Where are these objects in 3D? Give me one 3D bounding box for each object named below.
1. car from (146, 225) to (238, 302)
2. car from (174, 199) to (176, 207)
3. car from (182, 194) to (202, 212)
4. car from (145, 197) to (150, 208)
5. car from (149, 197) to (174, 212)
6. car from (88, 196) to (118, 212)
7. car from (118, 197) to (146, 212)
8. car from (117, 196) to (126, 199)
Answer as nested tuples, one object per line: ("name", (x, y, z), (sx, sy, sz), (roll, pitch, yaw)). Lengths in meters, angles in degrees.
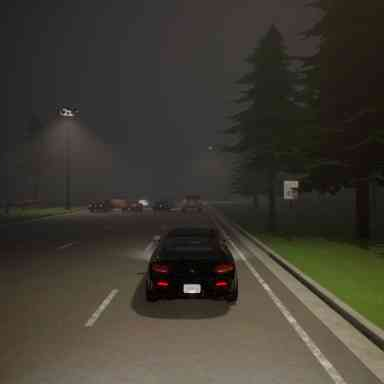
("car", (0.002, 1.526, 8.124), (1.812, 1.442, 4.674), (0, 0, 0))
("car", (-3.491, 1.478, 49.157), (1.882, 1.535, 5.008), (0, 0, 0))
("car", (0.007, 1.221, 38.767), (2.150, 2.045, 5.566), (0, 0, 0))
("car", (-6.991, 1.526, 49.158), (1.812, 1.442, 4.674), (0, 0, 0))
("car", (-3.493, 1.564, 39.154), (1.994, 1.385, 4.181), (0, 0, 0))
("car", (-10.493, 1.547, 38.739), (2.033, 1.411, 5.357), (0, 0, 0))
("car", (-6.993, 1.601, 39.185), (1.895, 1.301, 4.718), (0, 0, 0))
("car", (-10.491, 1.352, 49.129), (2.097, 1.767, 4.553), (0, 0, 0))
